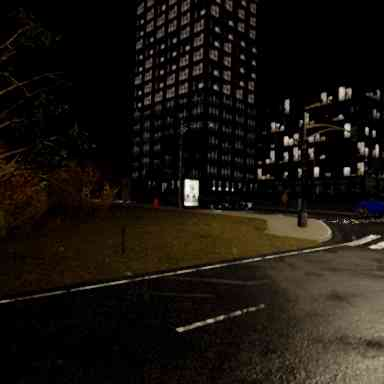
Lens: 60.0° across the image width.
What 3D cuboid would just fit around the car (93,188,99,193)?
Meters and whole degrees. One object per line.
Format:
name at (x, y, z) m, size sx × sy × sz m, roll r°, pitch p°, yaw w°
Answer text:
car at (-14.480, 0.184, 49.762) m, size 2.150 × 2.045 × 5.566 m, roll 3°, pitch -1°, yaw -41°

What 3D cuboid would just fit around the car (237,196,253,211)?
car at (3.906, 1.011, 33.197) m, size 2.128 × 1.511 × 4.902 m, roll 3°, pitch -1°, yaw -40°

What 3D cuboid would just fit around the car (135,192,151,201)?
car at (-9.348, 0.745, 53.885) m, size 2.033 × 1.411 × 5.357 m, roll 3°, pitch -1°, yaw -41°

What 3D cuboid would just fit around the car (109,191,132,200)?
car at (-13.630, 0.621, 63.405) m, size 2.128 × 1.511 × 4.902 m, roll 3°, pitch -1°, yaw -43°

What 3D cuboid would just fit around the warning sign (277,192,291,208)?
warning sign at (10.967, 0.961, 39.522) m, size 1.300 × 1.860 × 1.060 m, roll 1°, pitch -1°, yaw -40°

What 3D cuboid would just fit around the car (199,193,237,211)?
car at (1.508, 0.913, 30.999) m, size 1.837 × 1.490 × 4.892 m, roll 3°, pitch -1°, yaw -40°

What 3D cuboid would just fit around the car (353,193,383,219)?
car at (14.822, 1.082, 24.560) m, size 2.150 × 2.045 × 5.566 m, roll 3°, pitch -1°, yaw -29°

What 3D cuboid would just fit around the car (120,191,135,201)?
car at (-11.360, 0.586, 51.109) m, size 2.128 × 1.511 × 4.902 m, roll 3°, pitch -1°, yaw -41°

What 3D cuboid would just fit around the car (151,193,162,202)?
car at (-6.879, 0.876, 55.991) m, size 1.994 × 1.385 × 4.181 m, roll 3°, pitch -1°, yaw -41°
